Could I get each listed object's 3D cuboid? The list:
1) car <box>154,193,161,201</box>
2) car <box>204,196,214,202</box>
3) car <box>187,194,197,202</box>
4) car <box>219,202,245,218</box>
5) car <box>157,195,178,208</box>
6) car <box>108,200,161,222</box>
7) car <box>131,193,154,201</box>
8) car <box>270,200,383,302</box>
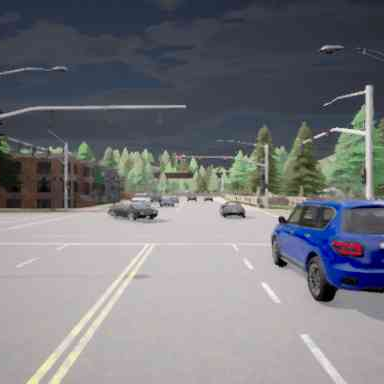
[{"bbox_3d":[-6.987,1.216,64.859,2.150,2.045,5.566,0,0,0],"label":"car"},{"bbox_3d":[3.514,1.419,70.657,1.895,1.301,4.718,0,0,0],"label":"car"},{"bbox_3d":[0.014,1.179,70.597,2.097,1.767,4.553,0,0,0],"label":"car"},{"bbox_3d":[3.600,1.553,30.272,1.994,1.385,4.181,0,0,0],"label":"car"},{"bbox_3d":[-3.551,1.546,48.686,1.994,1.385,4.181,0,0,1],"label":"car"},{"bbox_3d":[-4.849,1.591,26.678,1.895,1.301,4.718,0,0,-43],"label":"car"},{"bbox_3d":[-7.061,1.204,46.166,2.150,2.045,5.566,0,0,0],"label":"car"},{"bbox_3d":[3.579,1.211,8.380,2.150,2.045,5.566,0,-1,0],"label":"car"}]
